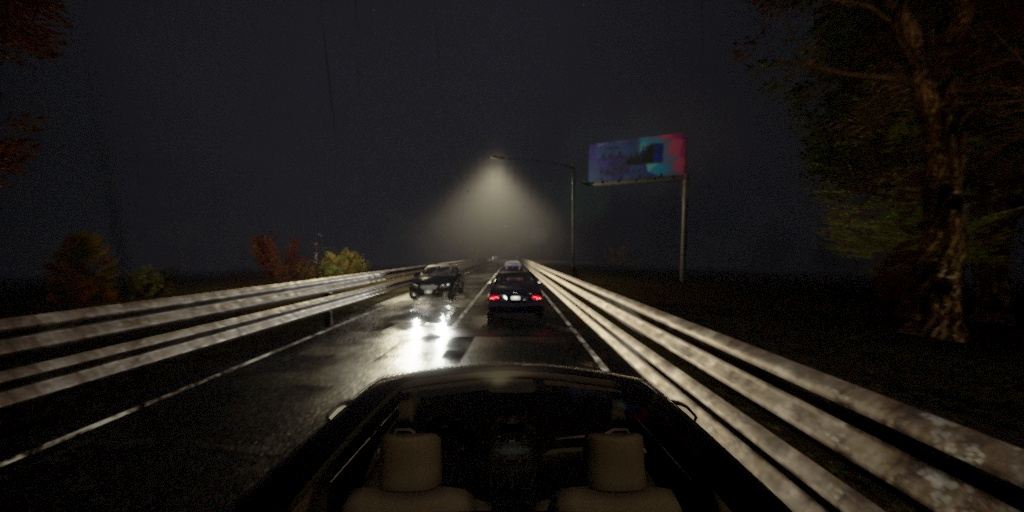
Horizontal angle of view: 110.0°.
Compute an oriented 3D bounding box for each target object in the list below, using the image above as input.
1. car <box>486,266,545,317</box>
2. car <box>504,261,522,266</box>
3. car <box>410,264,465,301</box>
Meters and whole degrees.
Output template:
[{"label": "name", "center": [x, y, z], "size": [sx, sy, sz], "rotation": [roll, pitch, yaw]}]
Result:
[{"label": "car", "center": [0.098, 1.236, 12.762], "size": [2.033, 1.411, 5.357], "rotation": [0, 0, 0]}, {"label": "car", "center": [0.094, 1.162, 35.869], "size": [1.895, 1.301, 4.718], "rotation": [0, 0, 0]}, {"label": "car", "center": [-3.346, 1.158, 16.807], "size": [2.128, 1.511, 4.902], "rotation": [0, 0, 0]}]
